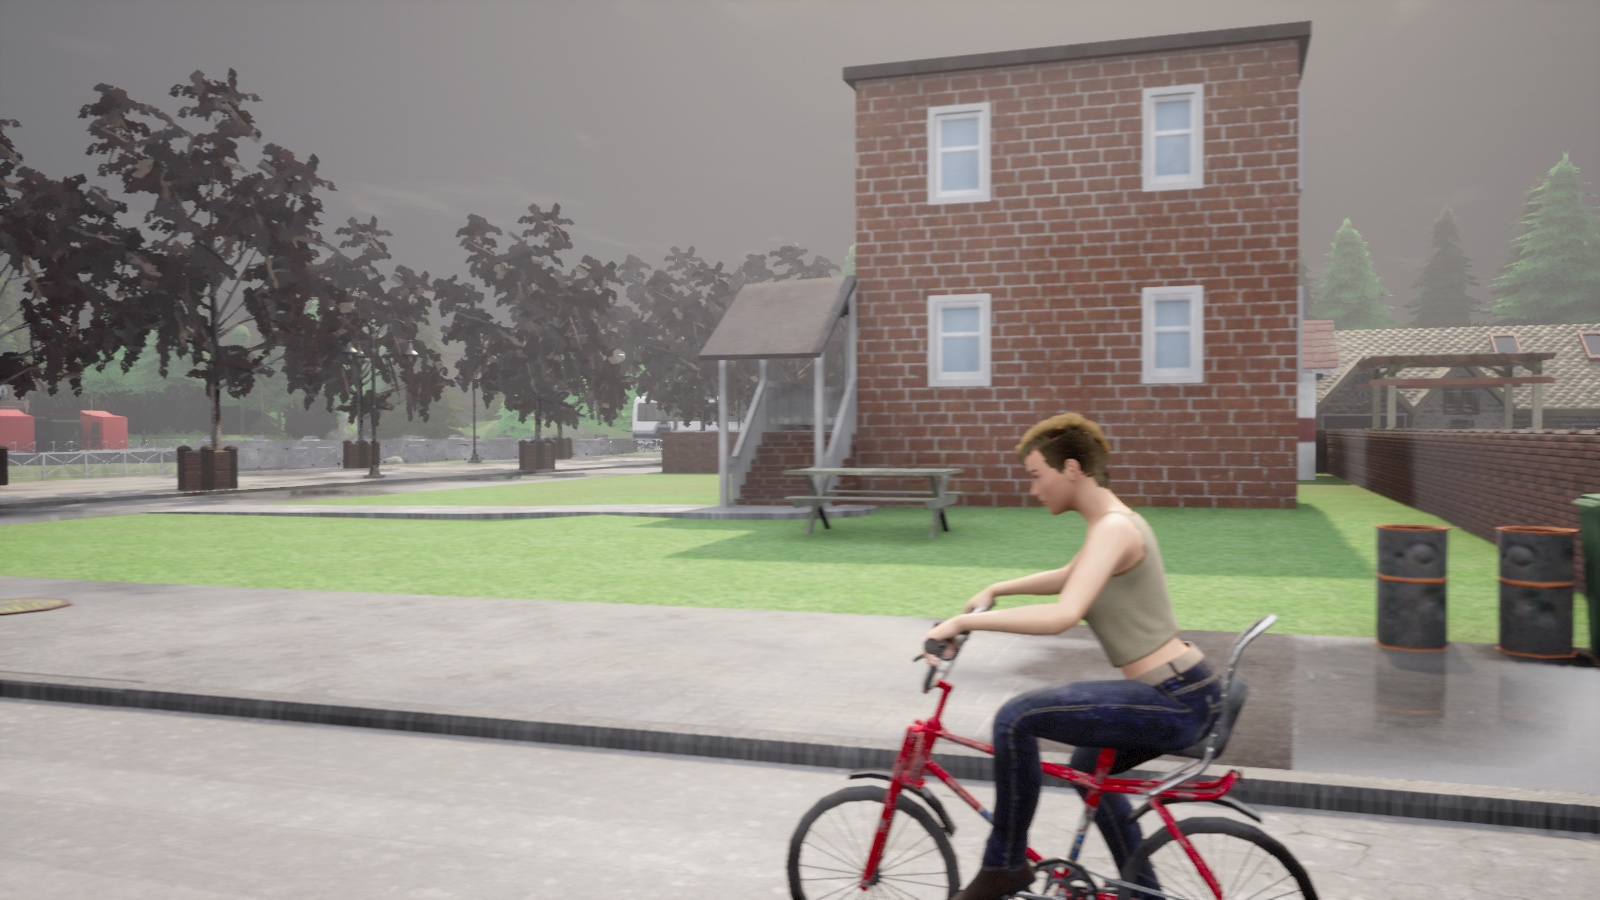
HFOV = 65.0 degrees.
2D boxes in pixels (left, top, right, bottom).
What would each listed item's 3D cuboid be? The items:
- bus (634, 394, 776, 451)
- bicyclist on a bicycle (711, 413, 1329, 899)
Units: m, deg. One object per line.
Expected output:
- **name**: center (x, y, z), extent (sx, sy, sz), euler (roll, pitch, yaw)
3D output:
- **bus**: center (-7.338, -2.137, 97.340), extent (10.273, 4.253, 3.944), euler (1, 1, 19)
- **bicyclist on a bicycle**: center (0.619, 0.709, 3.512), extent (1.509, 1.612, 0.866), euler (1, 1, 19)
